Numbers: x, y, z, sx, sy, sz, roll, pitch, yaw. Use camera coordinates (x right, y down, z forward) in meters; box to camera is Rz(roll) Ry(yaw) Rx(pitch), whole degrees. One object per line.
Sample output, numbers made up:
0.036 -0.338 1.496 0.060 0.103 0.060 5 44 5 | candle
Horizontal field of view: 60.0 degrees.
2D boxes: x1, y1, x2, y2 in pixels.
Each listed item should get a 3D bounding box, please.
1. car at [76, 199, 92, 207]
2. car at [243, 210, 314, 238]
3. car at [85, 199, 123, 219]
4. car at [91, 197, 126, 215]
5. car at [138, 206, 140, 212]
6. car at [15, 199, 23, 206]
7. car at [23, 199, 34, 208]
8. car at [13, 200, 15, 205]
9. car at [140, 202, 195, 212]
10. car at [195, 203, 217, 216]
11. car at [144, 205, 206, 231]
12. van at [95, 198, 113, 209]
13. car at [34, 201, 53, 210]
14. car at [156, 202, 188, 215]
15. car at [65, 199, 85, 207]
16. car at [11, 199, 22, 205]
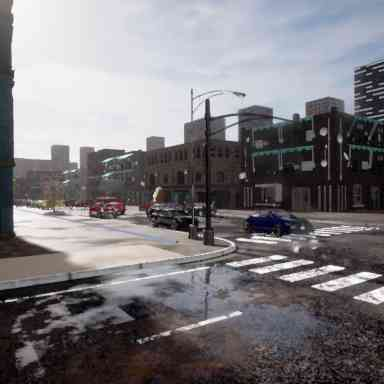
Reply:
-21.610 2.228 66.458 1.887 1.381 4.507 -1 0 -35 | car
4.690 1.687 18.587 1.994 1.385 4.181 0 -1 -28 | car
-9.236 1.847 34.519 1.967 1.590 4.097 -1 0 -35 | car
-9.872 1.657 39.923 2.150 2.045 5.566 -1 0 -35 | car
-5.599 1.966 43.884 1.802 1.307 4.206 -2 0 -35 | car
-38.053 2.380 75.154 1.967 1.590 4.097 -1 0 -35 | car
-31.647 2.376 66.125 2.008 1.369 4.403 -1 0 -35 | car
-41.252 2.548 79.670 2.008 1.369 4.403 -1 0 -35 | car
-2.278 1.775 29.213 2.128 1.511 4.902 -1 0 -35 | car
0.803 1.810 34.854 2.008 1.369 4.403 -2 0 -35 | car
-1.305 1.815 23.130 1.947 1.339 4.313 -1 0 -35 | car
-15.211 1.907 57.428 1.690 1.788 3.998 -1 0 -35 | van
-25.145 2.233 56.956 1.752 1.417 4.829 -1 0 -35 | car
-2.398 1.904 39.369 1.802 1.307 4.206 -2 0 -35 | car
-18.619 1.796 52.412 1.882 1.535 5.008 -1 0 -35 | car
-44.454 2.598 84.184 1.887 1.381 4.507 -1 0 -35 | car
